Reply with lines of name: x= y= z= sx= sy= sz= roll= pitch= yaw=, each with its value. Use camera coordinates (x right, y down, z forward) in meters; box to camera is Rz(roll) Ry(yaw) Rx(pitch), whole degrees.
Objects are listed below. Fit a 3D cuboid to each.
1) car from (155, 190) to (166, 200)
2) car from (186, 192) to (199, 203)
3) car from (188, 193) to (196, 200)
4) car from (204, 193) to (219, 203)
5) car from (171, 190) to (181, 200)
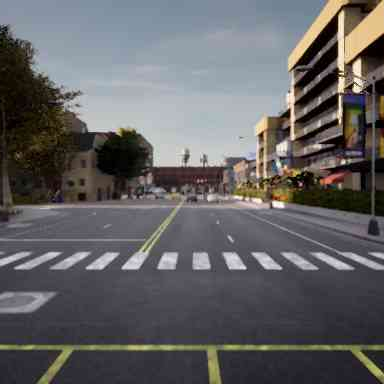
car: x=-6.974 y=0.955 z=71.970 sx=1.837 sy=1.490 sz=4.892 roll=0 pitch=0 yaw=0
car: x=0.057 y=1.067 z=57.868 sx=1.837 sy=1.490 sz=4.892 roll=0 pitch=1 yaw=1
car: x=0.028 y=1.018 z=76.236 sx=1.895 sy=1.301 sz=4.718 roll=0 pitch=0 yaw=0
car: x=3.558 y=1.088 z=57.686 sx=1.812 sy=1.442 sz=4.674 roll=0 pitch=1 yaw=1
car: x=-3.474 y=0.933 z=71.968 sx=1.882 sy=1.535 sz=5.008 roll=0 pitch=0 yaw=0
